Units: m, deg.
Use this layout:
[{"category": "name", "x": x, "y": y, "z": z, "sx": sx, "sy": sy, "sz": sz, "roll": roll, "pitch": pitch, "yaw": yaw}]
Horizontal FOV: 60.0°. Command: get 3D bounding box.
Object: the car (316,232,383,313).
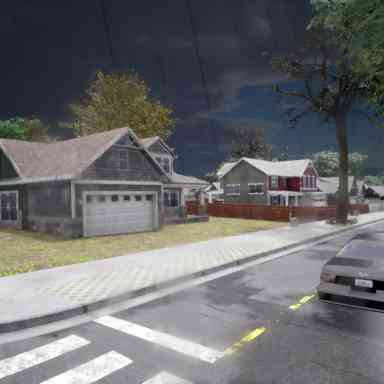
[{"category": "car", "x": 4.562, "y": 1.671, "z": 7.795, "sx": 2.033, "sy": 1.411, "sz": 5.357, "roll": -2, "pitch": -2, "yaw": 38}]
